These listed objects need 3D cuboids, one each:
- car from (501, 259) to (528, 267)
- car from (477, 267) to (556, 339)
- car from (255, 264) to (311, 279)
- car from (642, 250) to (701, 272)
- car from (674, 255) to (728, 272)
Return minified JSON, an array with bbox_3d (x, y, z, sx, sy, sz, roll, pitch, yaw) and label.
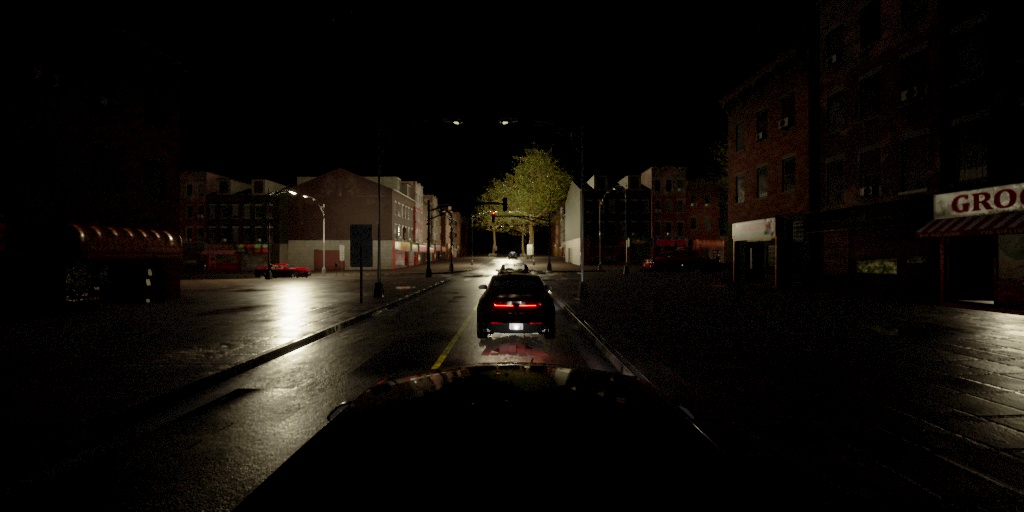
[{"bbox_3d":[0.135,1.134,19.360,2.128,1.511,4.902,0,1,0],"label":"car"},{"bbox_3d":[0.104,1.230,9.996,1.837,1.490,4.892,0,0,0],"label":"car"},{"bbox_3d":[-20.305,1.356,31.903,4.507,1.381,1.888,0,0,0],"label":"car"},{"bbox_3d":[15.590,0.499,34.699,5.566,2.045,2.150,-1,0,0],"label":"car"},{"bbox_3d":[17.277,0.819,31.962,4.313,1.339,1.948,0,0,0],"label":"car"}]
